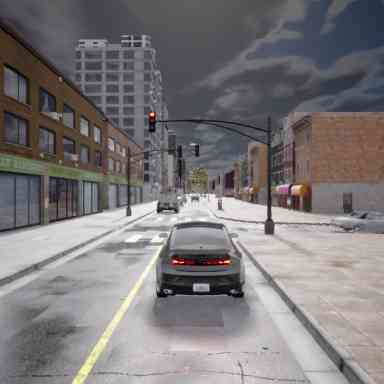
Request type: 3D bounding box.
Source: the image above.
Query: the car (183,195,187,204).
[{"bbox_3d":[-2.326,1.489,52.865,2.128,1.511,4.902,0,0,1],"label":"car"}]

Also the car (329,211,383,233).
[{"bbox_3d":[11.048,1.859,20.165,4.718,1.301,1.895,1,0,0],"label":"car"}]

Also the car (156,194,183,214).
[{"bbox_3d":[-2.505,1.225,35.884,2.150,2.045,5.566,0,0,1],"label":"car"}]

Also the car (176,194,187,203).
[{"bbox_3d":[-2.070,1.397,69.256,2.097,1.767,4.553,0,0,1],"label":"car"}]

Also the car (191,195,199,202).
[{"bbox_3d":[0.746,1.472,75.137,1.837,1.490,4.892,0,0,1],"label":"car"}]

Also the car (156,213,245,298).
[{"bbox_3d":[0.177,1.506,8.525,1.837,1.490,4.892,0,0,0],"label":"car"}]
